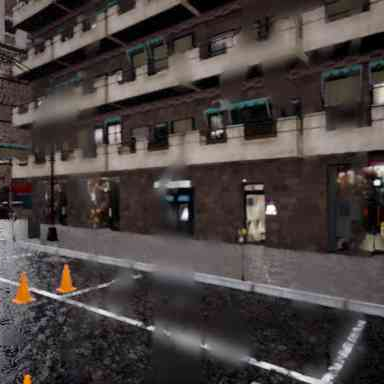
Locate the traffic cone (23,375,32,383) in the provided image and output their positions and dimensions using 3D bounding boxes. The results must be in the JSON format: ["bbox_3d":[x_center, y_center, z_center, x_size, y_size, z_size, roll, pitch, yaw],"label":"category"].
[{"bbox_3d":[-1.503,1.973,3.035,0.340,0.580,0.340,0,0,36],"label":"traffic cone"}]

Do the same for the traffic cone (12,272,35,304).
[{"bbox_3d":[-3.549,1.992,7.011,0.340,0.580,0.340,0,0,36],"label":"traffic cone"}]

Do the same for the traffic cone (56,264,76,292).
[{"bbox_3d":[-2.959,2.000,7.818,0.340,0.580,0.340,0,0,36],"label":"traffic cone"}]
